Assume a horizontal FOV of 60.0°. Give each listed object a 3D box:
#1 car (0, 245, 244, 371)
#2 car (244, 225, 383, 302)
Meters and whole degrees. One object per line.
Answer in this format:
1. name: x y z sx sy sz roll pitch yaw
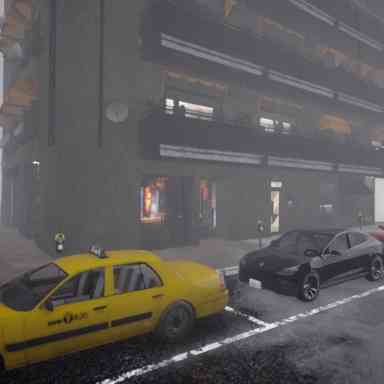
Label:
1. car: -1.647 1.526 4.909 4.829 1.417 1.752 0 1 -35
2. car: 3.115 1.568 8.291 4.313 1.339 1.947 0 1 -35
